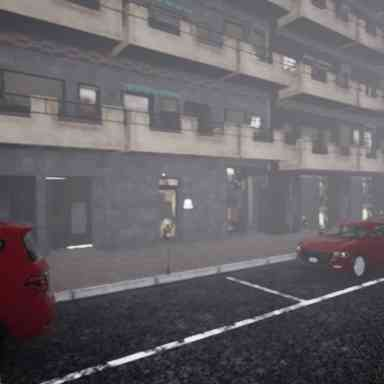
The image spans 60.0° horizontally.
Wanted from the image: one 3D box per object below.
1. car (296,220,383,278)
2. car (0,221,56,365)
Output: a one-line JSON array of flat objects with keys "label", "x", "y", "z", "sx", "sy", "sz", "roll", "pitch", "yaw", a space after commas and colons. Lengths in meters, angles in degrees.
[{"label": "car", "x": 5.069, "y": 1.574, "z": 10.210, "sx": 4.507, "sy": 1.381, "sz": 1.887, "roll": 0, "pitch": -1, "yaw": -36}, {"label": "car", "x": -4.146, "y": 1.311, "z": 3.620, "sx": 5.009, "sy": 1.841, "sz": 2.192, "roll": 0, "pitch": -1, "yaw": -36}]
